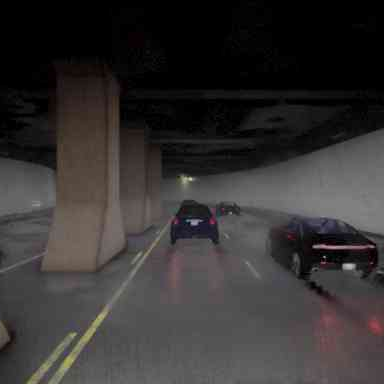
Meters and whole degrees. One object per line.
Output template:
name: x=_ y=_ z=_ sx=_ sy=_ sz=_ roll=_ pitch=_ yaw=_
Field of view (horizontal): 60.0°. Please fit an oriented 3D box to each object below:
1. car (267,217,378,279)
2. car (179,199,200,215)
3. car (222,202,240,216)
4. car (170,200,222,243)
car: x=3.601 y=1.492 z=10.047 sx=2.128 sy=1.511 sz=4.902 roll=0 pitch=0 yaw=0
car: x=-0.331 y=1.529 z=35.048 sx=1.812 sy=1.442 sz=4.674 roll=0 pitch=0 yaw=-4
car: x=3.372 y=1.604 z=32.511 sx=1.895 sy=1.301 sz=4.718 roll=0 pitch=0 yaw=-3
car: x=0.102 y=1.354 z=16.316 sx=2.097 sy=1.767 sz=4.553 roll=0 pitch=0 yaw=0
